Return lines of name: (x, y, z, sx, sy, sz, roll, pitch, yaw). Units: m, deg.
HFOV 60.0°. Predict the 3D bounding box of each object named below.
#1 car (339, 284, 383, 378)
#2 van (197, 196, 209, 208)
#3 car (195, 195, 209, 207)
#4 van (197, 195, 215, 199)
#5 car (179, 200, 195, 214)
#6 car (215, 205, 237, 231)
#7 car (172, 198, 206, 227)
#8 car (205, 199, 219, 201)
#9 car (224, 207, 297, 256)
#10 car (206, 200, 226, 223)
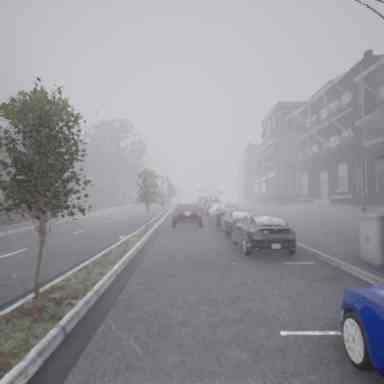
car: (3.038, 1.505, 2.752, 2.097, 1.535, 5.008, 0, -1, 0)
van: (1.950, 1.670, 58.230, 1.878, 1.987, 4.442, 0, 0, -1)
car: (1.842, 1.668, 63.687, 2.435, 2.045, 5.566, 0, 0, -1)
van: (2.059, 1.644, 52.684, 1.878, 1.987, 4.442, 0, 0, -1)
car: (-0.671, 1.807, 41.362, 1.882, 1.535, 5.008, 0, 0, -1)
car: (2.715, 1.690, 19.292, 2.002, 1.452, 4.674, 0, 0, -1)
car: (-0.345, 1.566, 24.806, 2.097, 1.767, 4.553, 0, -1, -1)
car: (2.387, 1.803, 35.960, 2.163, 1.488, 4.792, 0, 0, -1)
car: (2.823, 1.605, 13.742, 2.231, 1.521, 4.892, 0, -1, -1)
car: (2.498, 1.774, 30.382, 2.002, 1.452, 4.674, 0, 0, -1)
